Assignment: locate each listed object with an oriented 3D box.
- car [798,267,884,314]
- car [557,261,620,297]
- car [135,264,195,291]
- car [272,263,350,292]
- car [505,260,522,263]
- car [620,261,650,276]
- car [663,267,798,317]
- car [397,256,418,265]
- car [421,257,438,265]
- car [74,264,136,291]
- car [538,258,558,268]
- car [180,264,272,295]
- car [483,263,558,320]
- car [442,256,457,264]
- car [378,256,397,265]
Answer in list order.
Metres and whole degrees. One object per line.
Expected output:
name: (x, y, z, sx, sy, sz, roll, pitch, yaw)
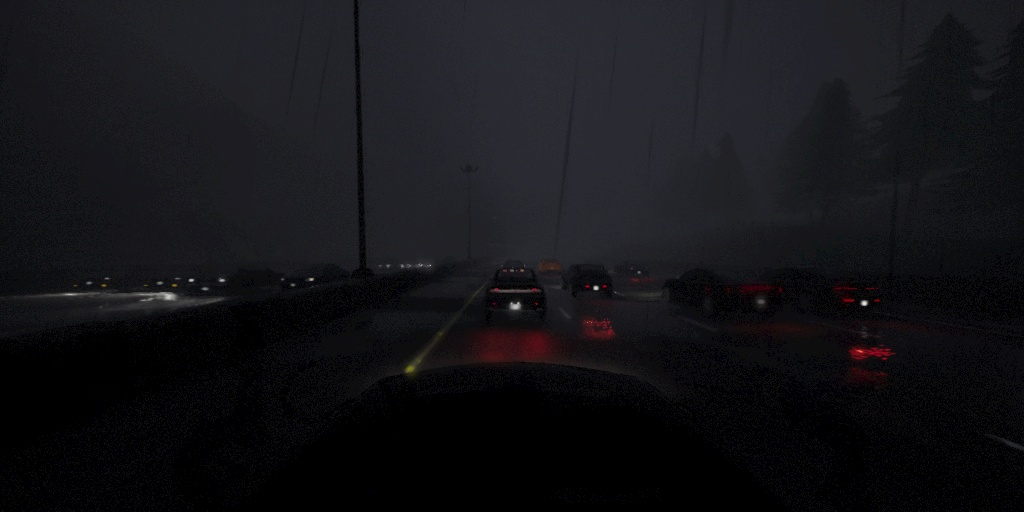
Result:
car: (10.603, 1.145, 13.202, 1.837, 1.490, 4.892, 0, 0, 0)
car: (3.609, 1.100, 17.799, 1.837, 1.490, 4.892, 0, 1, 0)
car: (-17.587, 1.136, 19.897, 1.994, 1.385, 4.181, 0, 1, 0)
car: (-10.588, 1.101, 19.660, 1.812, 1.442, 4.674, 0, 1, 0)
car: (0.116, 1.037, 28.678, 2.033, 1.411, 5.357, 0, 1, 0)
car: (10.620, 1.058, 32.139, 1.895, 1.301, 4.718, 0, 1, 0)
car: (7.102, 1.123, 12.685, 1.882, 1.535, 5.008, 0, 1, 0)
car: (-17.487, 0.737, 61.077, 1.994, 1.385, 4.181, 0, 1, 1)
car: (-13.984, 0.779, 60.827, 1.895, 1.301, 4.718, 0, 1, 1)
car: (-21.087, 1.136, 19.867, 1.994, 1.385, 4.181, 0, 1, 0)
car: (3.622, 0.908, 34.816, 1.882, 1.535, 5.008, 0, 1, 0)
car: (-14.090, 1.185, 18.707, 1.895, 1.301, 4.718, 0, 1, 0)
car: (0.101, 1.140, 12.096, 2.128, 1.511, 4.902, 0, 0, 0)
car: (-10.494, 0.683, 60.650, 1.837, 1.490, 4.892, 0, 1, 1)
car: (-20.974, 0.723, 61.098, 2.033, 1.411, 5.357, 0, 1, 0)
